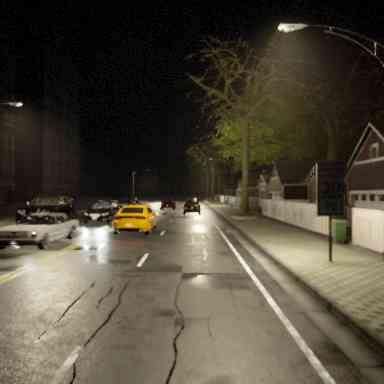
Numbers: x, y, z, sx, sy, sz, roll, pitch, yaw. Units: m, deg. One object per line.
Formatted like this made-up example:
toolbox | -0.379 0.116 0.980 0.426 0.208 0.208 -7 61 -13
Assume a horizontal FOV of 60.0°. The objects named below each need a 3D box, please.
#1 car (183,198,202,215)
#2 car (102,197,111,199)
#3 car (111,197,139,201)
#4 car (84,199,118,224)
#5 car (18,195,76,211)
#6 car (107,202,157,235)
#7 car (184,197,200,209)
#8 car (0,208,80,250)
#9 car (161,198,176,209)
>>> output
car | 0.008 1.570 33.896 2.033 1.411 5.357 0 0 0
car | -9.741 1.357 38.470 1.812 1.442 4.674 0 0 0
car | -6.492 1.162 34.270 2.128 1.511 4.902 0 0 0
car | -6.577 1.504 24.848 2.128 1.511 4.902 0 0 0
car | -9.831 1.232 22.933 2.150 2.045 5.566 0 0 0
car | -3.145 1.486 19.004 1.882 1.535 5.008 0 0 0
car | 0.037 1.534 47.021 2.128 1.511 4.902 0 0 1
car | -6.588 1.606 14.511 1.895 1.301 4.718 0 0 0
car | -3.139 1.562 44.825 1.812 1.442 4.674 0 0 0
